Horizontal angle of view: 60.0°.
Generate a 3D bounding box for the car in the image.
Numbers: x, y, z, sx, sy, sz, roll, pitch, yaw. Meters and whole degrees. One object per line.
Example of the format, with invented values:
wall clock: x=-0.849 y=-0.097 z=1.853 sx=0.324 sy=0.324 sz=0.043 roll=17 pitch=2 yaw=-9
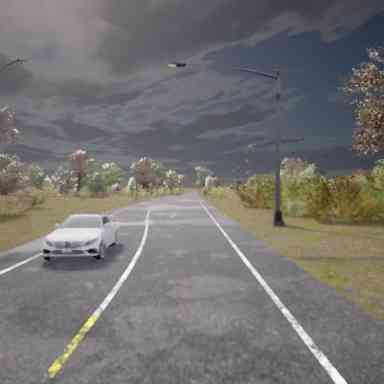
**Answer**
car: x=-3.956 y=1.522 z=12.458 sx=1.812 sy=1.442 sz=4.674 roll=0 pitch=0 yaw=-4
